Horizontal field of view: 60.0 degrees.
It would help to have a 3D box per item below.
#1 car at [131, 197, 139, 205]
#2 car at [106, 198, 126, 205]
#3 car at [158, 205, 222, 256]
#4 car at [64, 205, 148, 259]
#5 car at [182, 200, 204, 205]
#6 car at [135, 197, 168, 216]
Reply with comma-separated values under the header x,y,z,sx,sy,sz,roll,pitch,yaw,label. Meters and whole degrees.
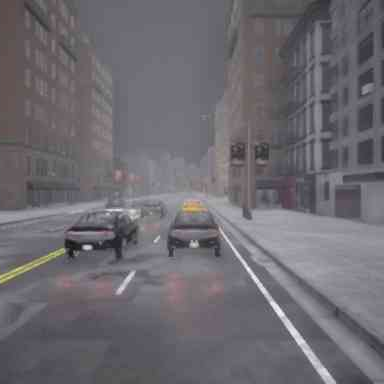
x,y,z,sx,sy,sz,roll,pitch,yaw,label
-6.596,1.427,42.735,1.812,1.442,4.674,0,0,0,car
-9.839,1.465,43.151,1.994,1.385,4.181,0,0,0,car
0.083,1.461,12.995,2.128,1.511,4.902,0,0,0,car
-3.169,1.463,12.536,2.128,1.511,4.902,0,0,0,car
0.086,1.409,29.795,1.882,1.535,5.008,0,0,0,car
-3.167,1.427,28.232,2.128,1.511,4.902,0,0,0,car
